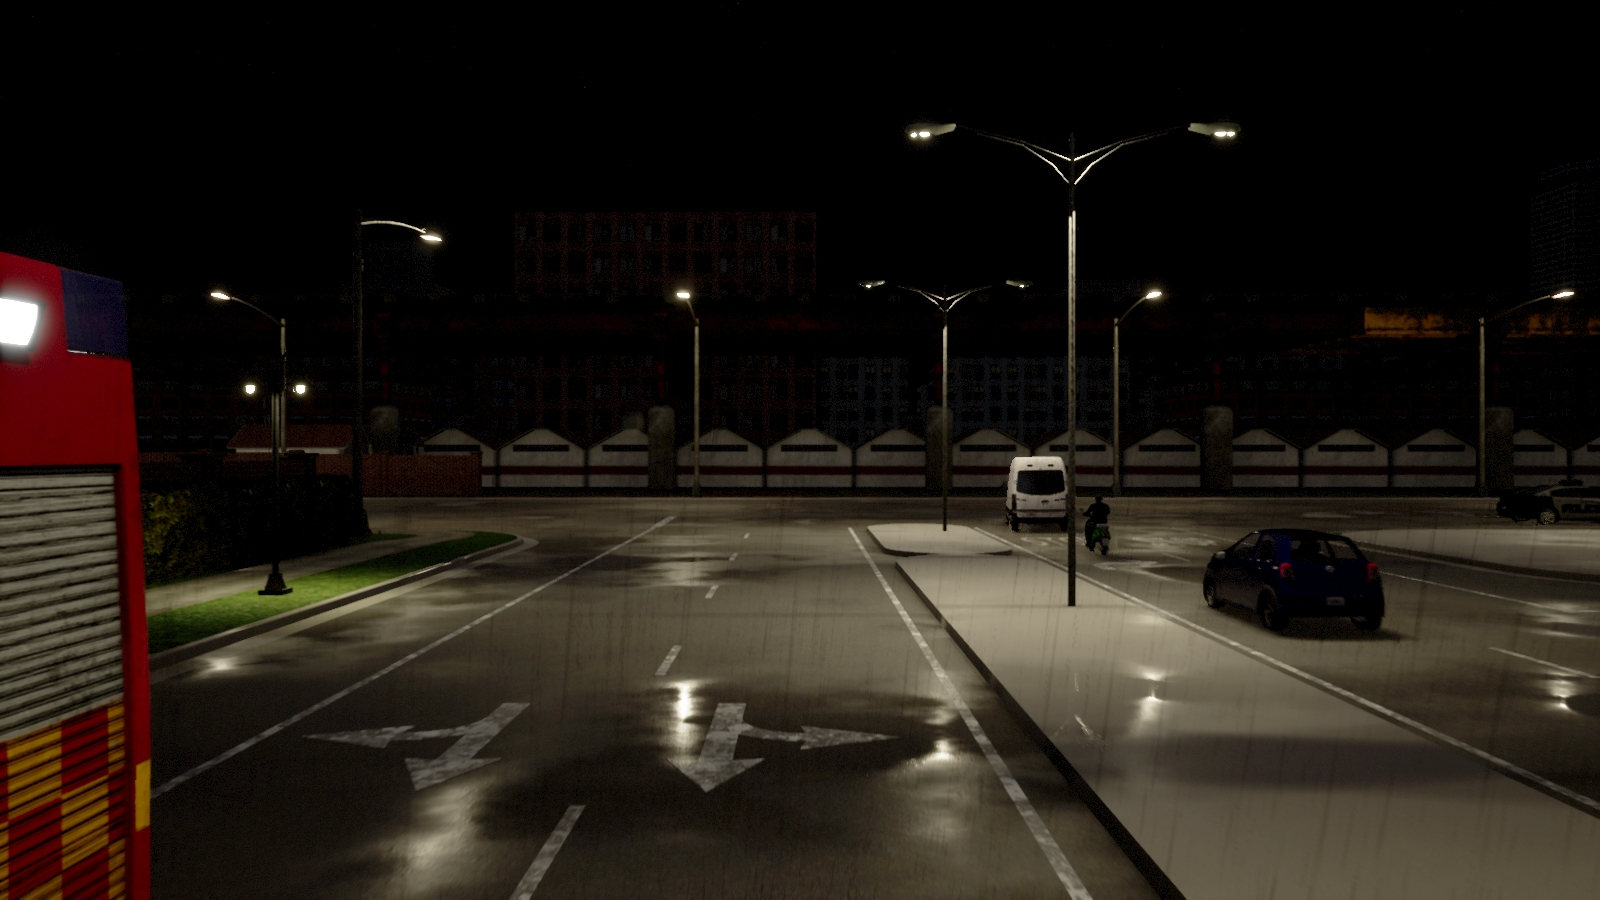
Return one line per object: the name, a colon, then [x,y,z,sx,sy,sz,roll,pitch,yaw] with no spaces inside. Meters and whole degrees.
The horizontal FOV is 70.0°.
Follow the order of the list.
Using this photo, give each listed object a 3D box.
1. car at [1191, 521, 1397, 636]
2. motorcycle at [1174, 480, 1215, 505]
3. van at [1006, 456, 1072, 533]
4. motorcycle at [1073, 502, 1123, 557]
car: [8.012,2.035,18.916,1.845,1.501,3.633,0,0,0]
motorcycle: [20.075,2.172,58.199,1.805,1.236,0.856,0,0,0]
van: [8.596,1.527,41.516,1.988,2.561,5.915,-1,0,8]
motorcycle: [8.007,2.124,30.765,0.856,1.341,1.805,0,0,0]
